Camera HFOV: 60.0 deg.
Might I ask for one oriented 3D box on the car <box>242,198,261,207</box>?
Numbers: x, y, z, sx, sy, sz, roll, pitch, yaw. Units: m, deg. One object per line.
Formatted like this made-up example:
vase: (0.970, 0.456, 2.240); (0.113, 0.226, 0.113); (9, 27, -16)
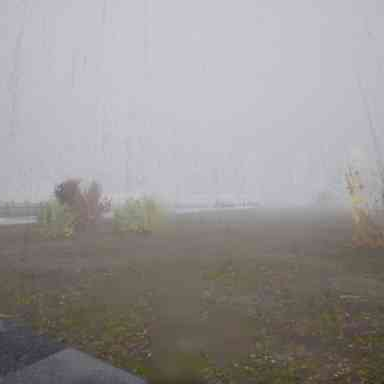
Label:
car: (11.312, 1.984, 63.303); (2.097, 1.767, 4.553); (-1, -1, 36)

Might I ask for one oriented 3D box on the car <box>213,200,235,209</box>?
car: (5.327, 2.009, 54.885); (2.128, 1.511, 4.902); (-1, -1, 36)
